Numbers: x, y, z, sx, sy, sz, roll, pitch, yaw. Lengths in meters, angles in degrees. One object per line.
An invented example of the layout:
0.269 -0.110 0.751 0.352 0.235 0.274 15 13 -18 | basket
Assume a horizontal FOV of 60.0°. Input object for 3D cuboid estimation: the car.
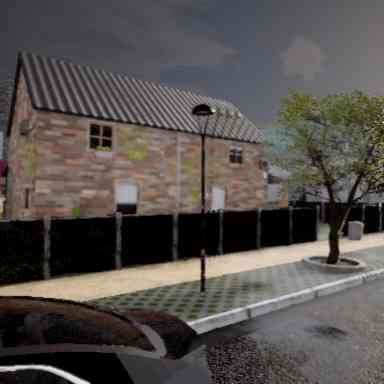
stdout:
-2.042 1.503 1.604 4.892 1.490 1.837 0 0 -35 | car
